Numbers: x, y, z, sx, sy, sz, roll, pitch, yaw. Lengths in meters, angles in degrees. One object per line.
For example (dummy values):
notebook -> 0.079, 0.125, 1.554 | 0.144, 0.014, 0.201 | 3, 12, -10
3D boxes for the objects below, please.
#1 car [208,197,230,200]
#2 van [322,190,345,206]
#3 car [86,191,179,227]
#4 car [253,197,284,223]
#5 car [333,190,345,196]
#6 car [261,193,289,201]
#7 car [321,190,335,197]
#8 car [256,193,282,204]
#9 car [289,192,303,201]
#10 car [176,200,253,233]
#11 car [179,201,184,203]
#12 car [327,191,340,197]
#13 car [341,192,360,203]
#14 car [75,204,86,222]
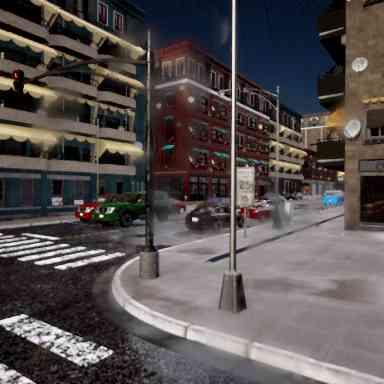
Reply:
car -> 2.377, 1.155, 29.531 | 2.033, 1.411, 5.357 | 0, 1, 35
van -> 17.394, 0.730, 40.774 | 1.690, 1.788, 3.998 | 1, 2, 35
car -> -3.554, 0.978, 21.120 | 2.150, 2.045, 5.566 | 0, 1, 35
car -> 4.558, 1.292, 22.563 | 1.802, 1.307, 4.206 | 1, 2, 35
car -> 36.231, 0.274, 82.067 | 1.802, 1.307, 4.206 | 2, 2, 35
car -> 9.351, 0.924, 39.410 | 2.128, 1.511, 4.902 | 0, 1, 35
car -> 29.815, 0.396, 72.959 | 1.887, 1.381, 4.507 | 2, 2, 35
car -> 10.565, 0.898, 45.637 | 1.947, 1.339, 4.313 | 2, 2, 35
car -> 16.981, 0.737, 54.744 | 1.947, 1.339, 4.313 | 2, 2, 35
car -> 1.350, 1.357, 18.010 | 1.947, 1.339, 4.313 | 1, 2, 35
car -> -2.269, 1.198, 27.422 | 1.887, 1.381, 4.507 | 2, 2, 35
car -> 33.023, 0.354, 77.513 | 1.802, 1.307, 4.206 | 2, 2, 35
car -> 23.809, 0.774, 49.885 | 1.887, 1.381, 4.507 | 1, 2, 35
car -> -5.475, 1.049, 22.862 | 2.192, 1.841, 5.009 | 2, 2, 35
